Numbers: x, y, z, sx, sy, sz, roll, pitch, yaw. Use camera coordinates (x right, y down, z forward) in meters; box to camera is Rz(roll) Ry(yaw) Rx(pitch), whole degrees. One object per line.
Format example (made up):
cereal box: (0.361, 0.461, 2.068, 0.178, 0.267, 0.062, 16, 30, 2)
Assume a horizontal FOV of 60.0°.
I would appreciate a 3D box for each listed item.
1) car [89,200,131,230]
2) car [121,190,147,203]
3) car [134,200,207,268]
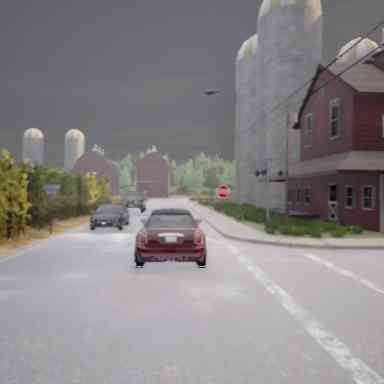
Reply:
car: (-4.963, 1.457, 20.583, 1.837, 1.490, 4.892, 1, 0, -3)
car: (-5.582, 0.829, 32.244, 2.150, 2.045, 5.566, 1, 0, -3)
car: (-0.715, 1.338, 11.423, 2.097, 1.767, 4.553, 1, 0, -3)
